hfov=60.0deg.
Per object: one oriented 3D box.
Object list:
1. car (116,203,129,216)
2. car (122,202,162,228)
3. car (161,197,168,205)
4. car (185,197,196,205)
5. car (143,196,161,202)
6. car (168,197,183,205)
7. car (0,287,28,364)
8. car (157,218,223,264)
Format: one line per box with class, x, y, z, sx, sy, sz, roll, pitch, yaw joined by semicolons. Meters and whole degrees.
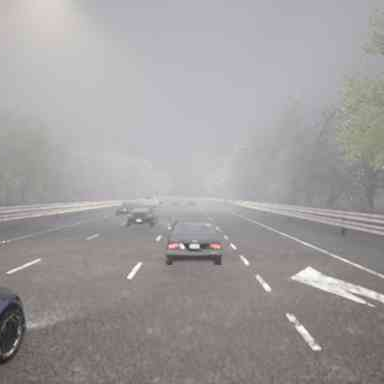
car;-7.002;1.835;36.561;1.994;1.385;4.181;0;-1;0
car;-3.469;1.701;23.925;1.812;1.442;4.674;0;-1;0
car;-7.115;2.250;74.394;1.895;1.301;4.718;0;-1;0
car;-0.113;2.296;74.291;1.895;1.301;4.718;0;-1;0
car;-7.062;1.702;57.325;2.150;2.045;5.566;0;-1;0
car;-3.613;2.217;74.302;2.033;1.411;5.357;0;-1;0
car;-3.407;1.567;3.216;1.994;1.385;4.181;0;0;0
car;0.068;1.644;12.146;2.033;1.411;5.357;0;0;0
